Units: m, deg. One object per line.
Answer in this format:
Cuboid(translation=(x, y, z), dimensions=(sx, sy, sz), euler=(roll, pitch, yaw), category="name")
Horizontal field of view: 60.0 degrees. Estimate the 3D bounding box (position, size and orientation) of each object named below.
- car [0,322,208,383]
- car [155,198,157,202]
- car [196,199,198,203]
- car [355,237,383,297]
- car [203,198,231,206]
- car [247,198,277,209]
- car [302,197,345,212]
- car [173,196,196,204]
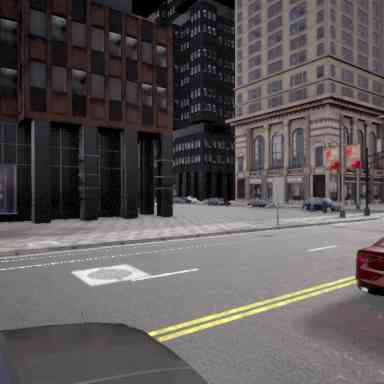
Cuboid(translation=(-2.352, 1.547, 1.767), dimensions=(5.357, 1.411, 2.033), euler=(0, 0, -35), category="car")
Cuboid(translation=(-6.704, 1.594, 73.898), dimensions=(2.128, 1.511, 4.902), euler=(0, 0, -35), category="car")
Cuboid(translation=(-0.708, 1.579, 65.587), dimensions=(1.812, 1.442, 4.674), euler=(0, 0, -35), category="car")
Cuboid(translation=(5.665, 1.477, 7.480), dimensions=(5.008, 1.535, 1.882), euler=(0, 0, -36), category="car")
Cuboid(translation=(3.976, 1.593, 53.415), dimensions=(2.033, 1.411, 5.357), euler=(0, 0, -35), category="car")
Cuboid(translation=(9.665, 1.525, 45.348), dimensions=(2.128, 1.511, 4.902), euler=(0, 0, -35), category="car")
Cuboid(translation=(14.939, 1.376, 37.881), dimensions=(2.097, 1.767, 4.553), euler=(0, 0, -35), category="car")
Cuboid(translation=(-2.132, 1.607, 62.125), dimensions=(2.033, 1.411, 5.357), euler=(0, 0, -35), category="car")
